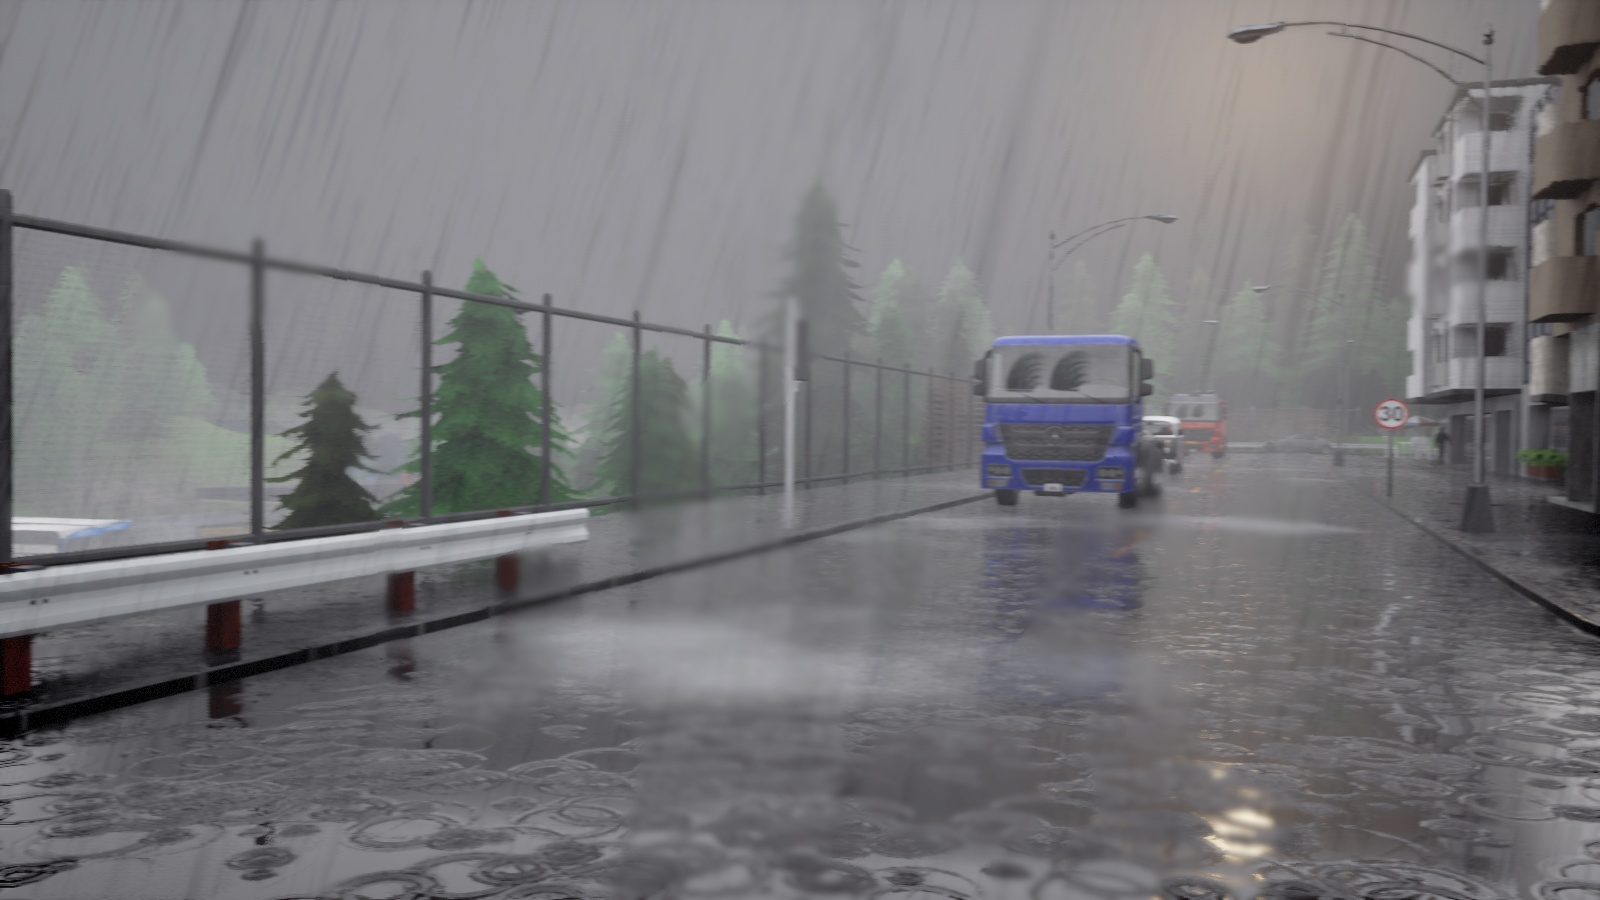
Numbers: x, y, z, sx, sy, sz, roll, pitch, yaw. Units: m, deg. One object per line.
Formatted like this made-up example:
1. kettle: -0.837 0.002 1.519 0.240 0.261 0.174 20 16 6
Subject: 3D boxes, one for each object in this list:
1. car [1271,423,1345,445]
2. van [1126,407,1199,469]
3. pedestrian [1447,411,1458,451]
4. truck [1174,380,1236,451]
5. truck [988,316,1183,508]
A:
1. car: 34.500 -1.101 85.337 4.181 1.385 1.994 -1 1 -5
2. van: 12.598 -0.433 43.465 2.069 2.038 4.480 0 1 21
3. pedestrian: 30.111 -0.874 57.990 0.370 1.835 0.726 0 1 21
4. truck: 23.394 -1.975 72.213 2.891 3.827 8.468 0 1 21
5. truck: 6.363 -0.762 26.892 2.891 3.462 7.936 0 1 22
